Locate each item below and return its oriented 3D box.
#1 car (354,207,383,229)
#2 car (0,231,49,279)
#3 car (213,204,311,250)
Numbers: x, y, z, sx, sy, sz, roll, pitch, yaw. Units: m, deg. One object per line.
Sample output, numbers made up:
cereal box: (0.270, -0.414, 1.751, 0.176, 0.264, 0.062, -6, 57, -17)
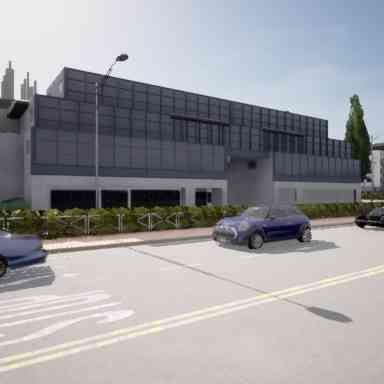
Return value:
car: (12.101, 1.601, 20.599, 4.718, 1.301, 1.895, 0, 0, -34)
car: (-6.587, 1.548, 8.446, 5.357, 1.411, 2.033, 0, 0, -29)
car: (3.095, 1.352, 14.517, 4.553, 1.767, 2.097, 0, 0, -34)
